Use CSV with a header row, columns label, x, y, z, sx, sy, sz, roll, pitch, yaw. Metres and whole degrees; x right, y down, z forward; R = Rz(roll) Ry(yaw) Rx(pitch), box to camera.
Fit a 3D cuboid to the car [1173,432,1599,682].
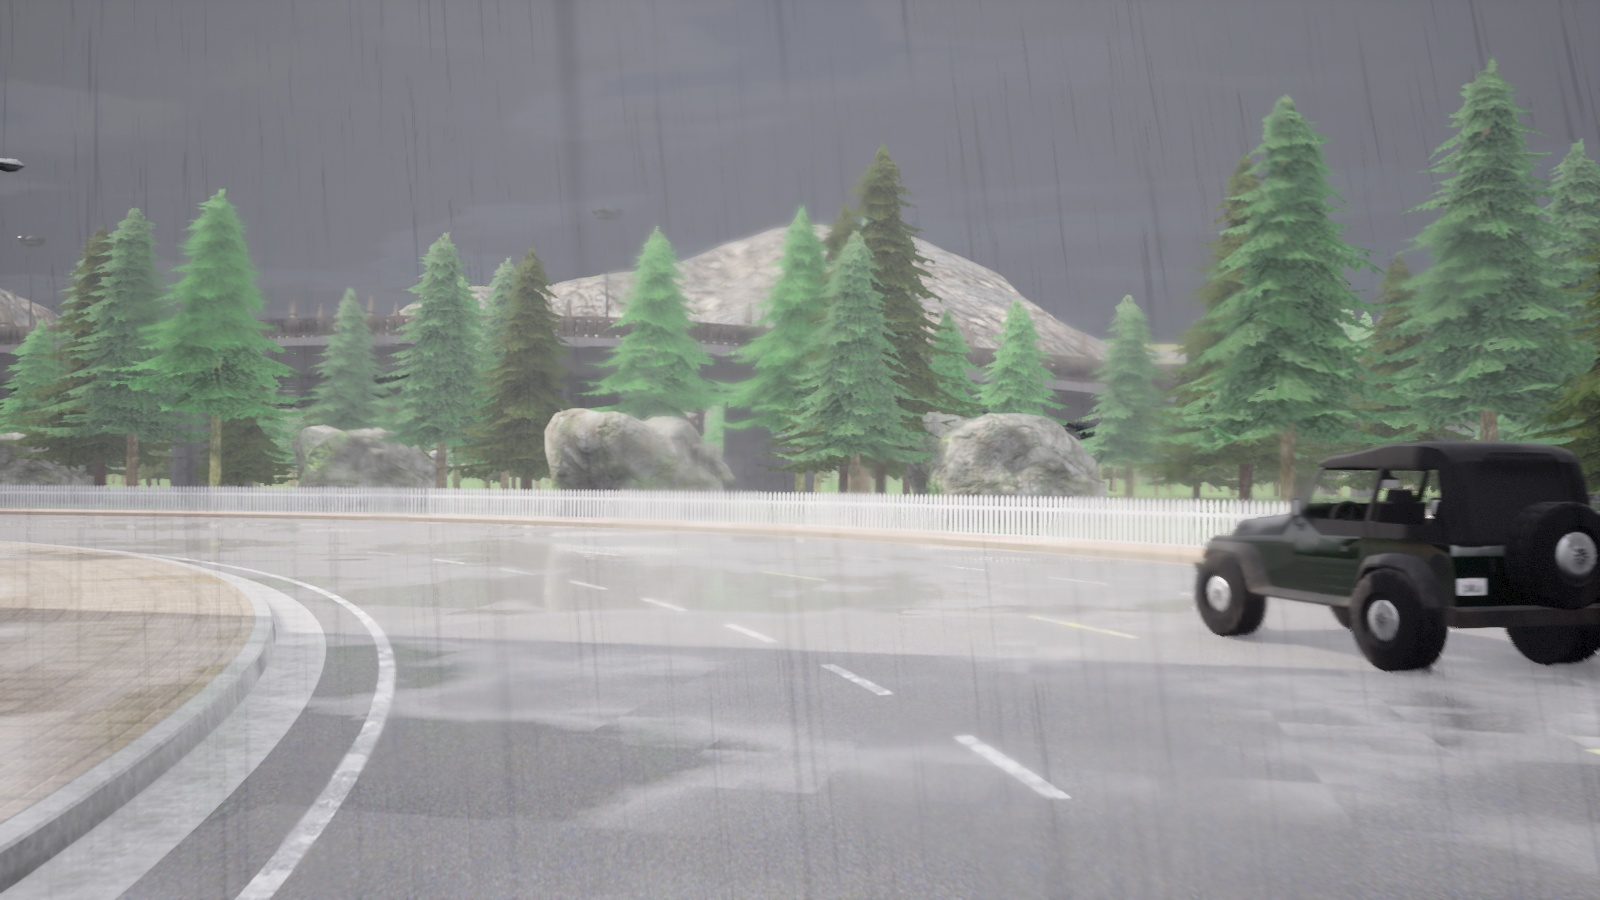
label,x,y,z,sx,sy,sz,roll,pitch,yaw
car,5.341,0.849,11.548,1.905,1.878,3.866,0,-1,-15
